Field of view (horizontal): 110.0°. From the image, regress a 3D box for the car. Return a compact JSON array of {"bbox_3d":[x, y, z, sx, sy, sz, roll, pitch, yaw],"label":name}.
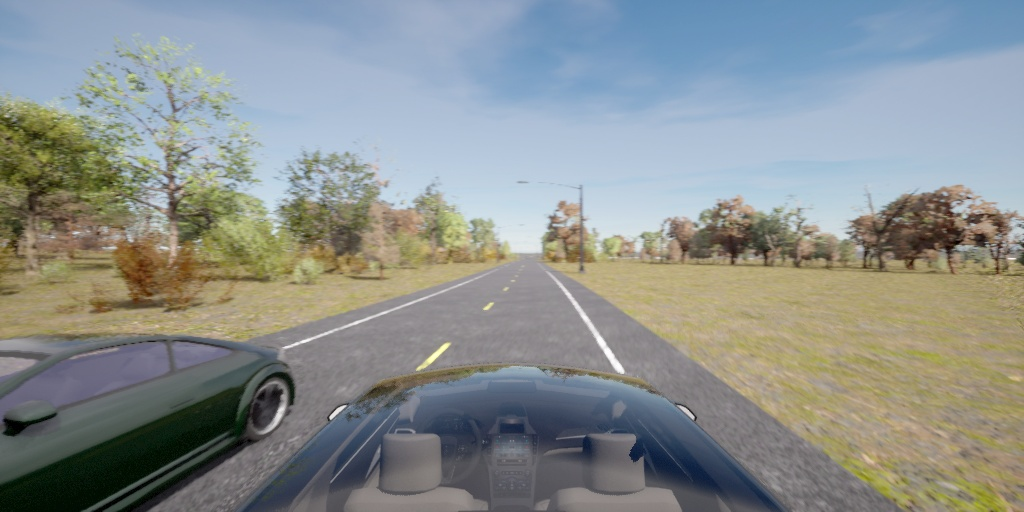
[{"bbox_3d":[-3.746,1.350,2.666,1.994,1.385,4.181,0,0,6],"label":"car"}]
